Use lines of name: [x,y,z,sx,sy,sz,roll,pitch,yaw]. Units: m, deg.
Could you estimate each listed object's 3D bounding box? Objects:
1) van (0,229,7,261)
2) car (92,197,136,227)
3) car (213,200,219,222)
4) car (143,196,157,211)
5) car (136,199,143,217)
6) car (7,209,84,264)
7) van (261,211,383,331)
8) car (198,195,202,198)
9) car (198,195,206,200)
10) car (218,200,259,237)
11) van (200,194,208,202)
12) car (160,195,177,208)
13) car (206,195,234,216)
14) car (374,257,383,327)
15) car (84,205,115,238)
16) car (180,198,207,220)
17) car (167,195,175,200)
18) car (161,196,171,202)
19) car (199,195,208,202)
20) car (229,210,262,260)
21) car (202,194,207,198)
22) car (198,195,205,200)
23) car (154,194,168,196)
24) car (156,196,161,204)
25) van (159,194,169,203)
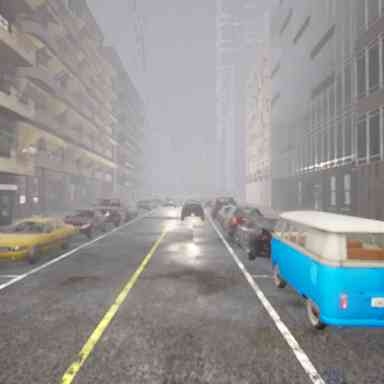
van: [-5.651,1.340,6.512,1.690,1.788,3.998,1,0,0]
car: [-5.652,1.309,23.152,2.192,1.841,5.009,1,0,0]
car: [2.691,1.520,23.418,1.752,1.417,4.829,1,0,0]
car: [-5.667,1.554,39.792,1.947,1.339,4.313,1,0,0]
car: [-5.659,1.517,28.528,1.752,1.417,4.829,1,0,0]
car: [-5.650,1.522,11.889,1.752,1.417,4.829,1,0,0]
van: [2.704,1.340,6.604,1.690,1.788,3.998,1,0,0]
car: [-0.013,1.535,45.234,2.033,1.411,5.357,0,0,0]
car: [2.651,1.551,89.821,1.802,1.307,4.206,1,0,0]
car: [2.696,1.436,17.700,1.967,1.590,4.097,1,0,0]
van: [2.666,1.317,73.178,1.690,1.788,3.998,1,0,0]
car: [-3.117,1.534,46.900,2.033,1.411,5.357,0,0,0]
car: [2.692,1.308,28.796,2.192,1.841,5.009,1,0,0]
car: [2.705,1.440,1.056,1.967,1.590,4.097,1,0,0]
car: [-5.654,1.577,17.605,1.802,1.307,4.206,1,0,0]
car: [0.069,1.497,28.142,1.837,1.490,4.892,0,0,0]
car: [-5.696,1.551,89.713,1.802,1.307,4.206,1,0,0]
car: [-5.687,1.558,73.073,1.802,1.307,4.206,1,0,0]
car: [2.658,1.519,78.726,1.887,1.381,4.507,1,0,0]
car: [2.696,1.563,12.152,1.947,1.339,4.313,1,0,0]
car: [2.680,1.427,45.439,1.967,1.590,4.097,1,0,0]
car: [2.647,1.549,94.849,1.802,1.307,4.206,1,0,0]
car: [-5.671,1.298,56.432,2.192,1.841,5.009,1,0,0]
car: [-5.670,1.569,45.340,1.802,1.307,4.206,1,0,0]
van: [-5.678,1.319,67.525,1.690,1.788,3.998,1,0,0]
